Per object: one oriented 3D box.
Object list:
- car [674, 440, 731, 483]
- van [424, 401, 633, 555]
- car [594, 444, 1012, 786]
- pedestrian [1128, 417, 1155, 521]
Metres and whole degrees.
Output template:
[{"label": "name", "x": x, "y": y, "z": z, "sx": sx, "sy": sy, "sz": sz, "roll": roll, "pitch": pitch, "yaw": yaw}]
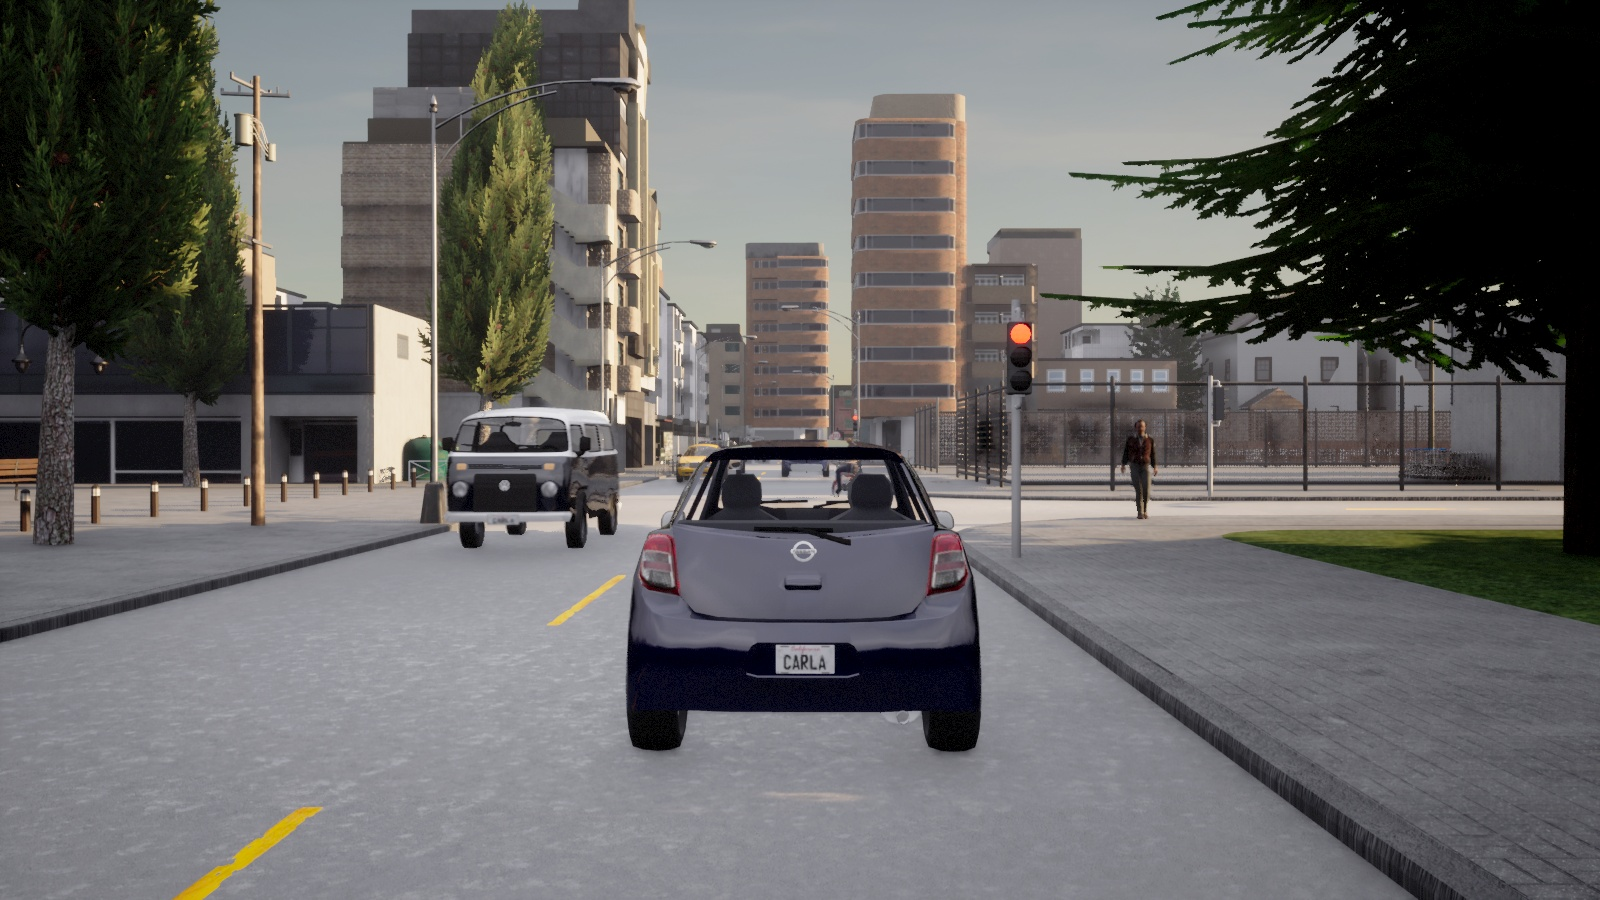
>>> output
[{"label": "car", "x": -3.769, "y": 0.404, "z": 49.318, "sx": 1.801, "sy": 1.575, "sz": 5.366, "roll": 0, "pitch": 0, "yaw": 0}, {"label": "van", "x": -3.897, "y": 0.360, "z": 18.908, "sx": 2.069, "sy": 2.038, "sz": 4.480, "roll": 0, "pitch": 0, "yaw": 2}, {"label": "car", "x": 0.036, "y": 0.719, "z": 7.361, "sx": 1.845, "sy": 1.501, "sz": 3.633, "roll": 0, "pitch": 0, "yaw": 1}, {"label": "pedestrian", "x": 6.142, "y": 0.334, "z": 22.599, "sx": 0.376, "sy": 1.854, "sz": 0.720, "roll": 0, "pitch": 0, "yaw": 7}]
